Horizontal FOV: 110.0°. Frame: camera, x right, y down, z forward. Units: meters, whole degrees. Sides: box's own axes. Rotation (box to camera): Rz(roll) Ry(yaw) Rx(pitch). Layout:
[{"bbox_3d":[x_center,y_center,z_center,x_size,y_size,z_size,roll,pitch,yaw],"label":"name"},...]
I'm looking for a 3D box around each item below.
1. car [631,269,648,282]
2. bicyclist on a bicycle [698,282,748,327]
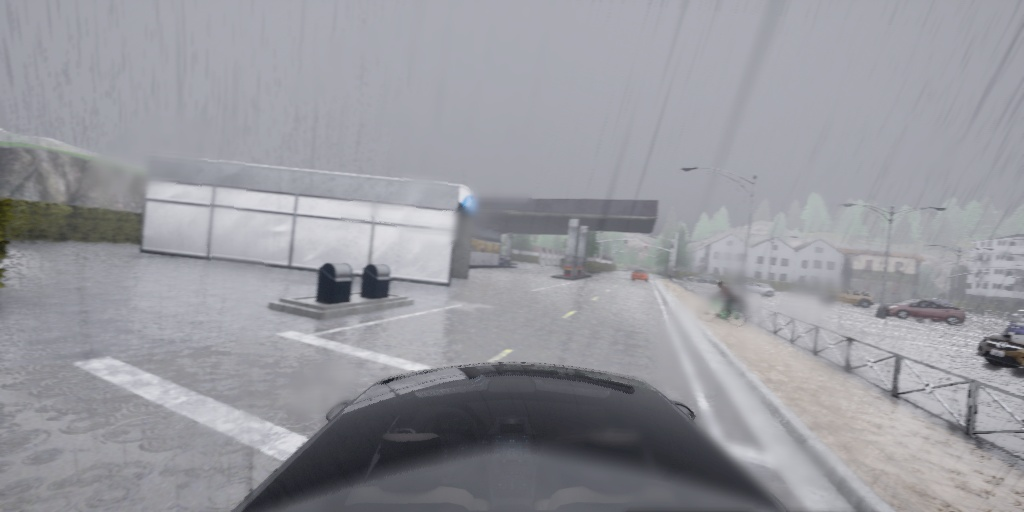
[{"bbox_3d":[18.463,2.728,51.692,2.097,1.767,4.553,6,0,21],"label":"car"},{"bbox_3d":[8.005,1.815,13.529,1.656,1.620,0.582,7,1,20],"label":"bicyclist on a bicycle"}]
